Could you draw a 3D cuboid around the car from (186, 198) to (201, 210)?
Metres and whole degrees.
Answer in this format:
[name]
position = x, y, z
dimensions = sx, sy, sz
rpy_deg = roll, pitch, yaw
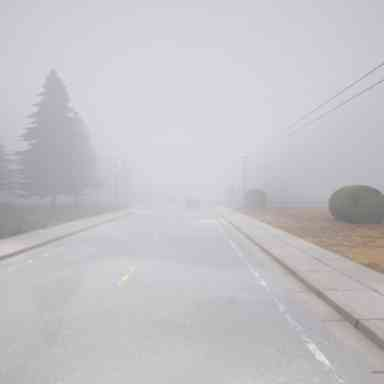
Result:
[car]
position = 0.198, 1.517, 44.274
dimensions = 1.837, 1.490, 4.892
rpy_deg = 0, 0, 3
